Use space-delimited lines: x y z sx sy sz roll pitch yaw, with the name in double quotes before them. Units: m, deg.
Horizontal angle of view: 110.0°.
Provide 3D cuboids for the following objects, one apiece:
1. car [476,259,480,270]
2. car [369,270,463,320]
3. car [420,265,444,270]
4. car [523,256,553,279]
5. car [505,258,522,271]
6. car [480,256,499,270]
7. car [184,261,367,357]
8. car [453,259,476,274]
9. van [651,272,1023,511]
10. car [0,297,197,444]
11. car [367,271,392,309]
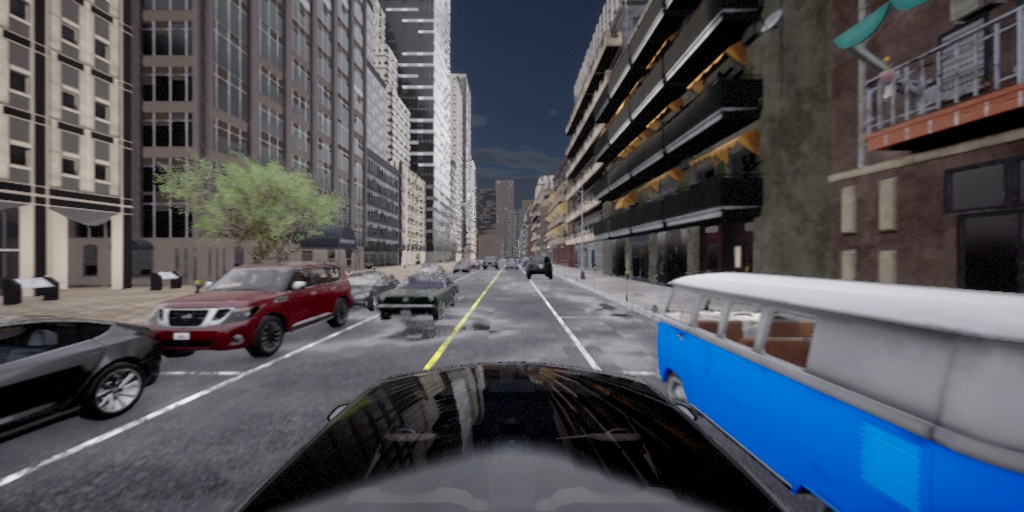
"car" -5.704 1.203 52.877 1.967 1.591 4.097 0 0 0
"car" -3.103 1.350 12.706 1.895 1.301 4.718 0 0 0
"car" -5.697 1.301 25.262 2.007 1.370 4.403 0 0 0
"car" 2.386 0.980 32.192 2.150 2.045 5.566 0 0 0
"car" -0.007 1.309 50.466 2.033 1.411 5.357 0 0 0
"car" -3.081 0.984 53.046 2.150 2.045 5.566 0 0 0
"car" -5.694 1.064 8.693 2.192 1.841 5.009 0 0 0
"car" -5.701 1.321 41.830 1.948 1.339 4.313 0 0 0
"van" 2.689 1.091 3.173 1.690 1.789 3.998 0 0 0
"car" -5.693 1.316 3.172 1.948 1.339 4.313 0 0 0
"car" -5.695 1.300 14.217 2.007 1.370 4.403 0 0 0
